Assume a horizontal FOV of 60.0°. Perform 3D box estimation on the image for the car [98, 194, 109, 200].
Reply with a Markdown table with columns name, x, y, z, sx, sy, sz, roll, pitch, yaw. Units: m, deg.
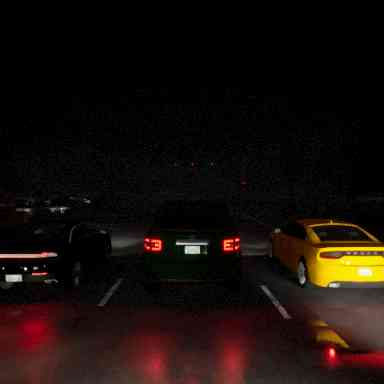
| name | x | y | z | sx | sy | sz | roll | pitch | yaw |
| --- | --- | --- | --- | --- | --- | --- | --- | --- | --- |
| car | -22.454 | 1.167 | 84.708 | 1.994 | 1.385 | 4.181 | 0 | 0 | -4 |

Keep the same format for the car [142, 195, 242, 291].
| name | x | y | z | sx | sy | sz | roll | pitch | yaw |
| --- | --- | --- | --- | --- | --- | --- | --- | --- | --- |
| car | -0.013 | 1.212 | 9.131 | 2.150 | 2.045 | 5.566 | 0 | 0 | 0 |

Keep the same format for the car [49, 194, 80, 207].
| name | x | y | z | sx | sy | sz | roll | pitch | yaw |
| --- | --- | --- | --- | --- | --- | --- | --- | --- | --- |
| car | -18.344 | 1.366 | 47.595 | 2.033 | 1.411 | 5.357 | 0 | 0 | -1 |

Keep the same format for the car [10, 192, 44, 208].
| name | x | y | z | sx | sy | sz | roll | pitch | yaw |
| --- | --- | --- | --- | --- | --- | --- | --- | --- | --- |
| car | -21.791 | 1.059 | 44.456 | 2.150 | 2.045 | 5.566 | 0 | 0 | -1 |

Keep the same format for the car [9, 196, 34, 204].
| name | x | y | z | sx | sy | sz | roll | pitch | yaw |
| --- | --- | --- | --- | --- | --- | --- | --- | --- | --- |
| car | -28.958 | 1.368 | 56.599 | 1.895 | 1.301 | 4.718 | 0 | 0 | 0 |

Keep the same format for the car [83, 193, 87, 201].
| name | x | y | z | sx | sy | sz | roll | pitch | yaw |
| --- | --- | --- | --- | --- | --- | --- | --- | --- | --- |
| car | -22.206 | 1.225 | 74.152 | 1.994 | 1.385 | 4.181 | 0 | 0 | -1 |

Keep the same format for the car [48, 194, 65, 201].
| name | x | y | z | sx | sy | sz | roll | pitch | yaw |
| --- | --- | --- | --- | --- | --- | --- | --- | --- | --- |
| car | -29.162 | 1.210 | 71.573 | 1.812 | 1.442 | 4.674 | 0 | 0 | -1 |

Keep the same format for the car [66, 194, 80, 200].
| name | x | y | z | sx | sy | sz | roll | pitch | yaw |
| --- | --- | --- | --- | --- | --- | --- | --- | --- | --- |
| car | -29.381 | 1.179 | 82.498 | 1.994 | 1.385 | 4.181 | 0 | 0 | -1 |

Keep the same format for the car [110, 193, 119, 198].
| name | x | y | z | sx | sy | sz | roll | pitch | yaw |
| --- | --- | --- | --- | --- | --- | --- | --- | --- | --- |
| car | -18.750 | 1.211 | 76.689 | 1.994 | 1.385 | 4.181 | 0 | 0 | -1 |

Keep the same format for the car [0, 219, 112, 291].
| name | x | y | z | sx | sy | sz | roll | pitch | yaw |
| --- | --- | --- | --- | --- | --- | --- | --- | --- | --- |
| car | -3.522 | 1.483 | 8.987 | 2.128 | 1.511 | 4.902 | 0 | 0 | 0 |

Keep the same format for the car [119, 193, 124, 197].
| name | x | y | z | sx | sy | sz | roll | pitch | yaw |
| --- | --- | --- | --- | --- | --- | --- | --- | --- | --- |
| car | -19.097 | 0.960 | 86.483 | 2.097 | 1.767 | 4.553 | 0 | 0 | -4 |

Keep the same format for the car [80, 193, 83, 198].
| name | x | y | z | sx | sy | sz | roll | pitch | yaw |
| --- | --- | --- | --- | --- | --- | --- | --- | --- | --- |
| car | -22.016 | 1.101 | 60.172 | 2.097 | 1.767 | 4.553 | 0 | 0 | 0 |

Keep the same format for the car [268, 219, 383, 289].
| name | x | y | z | sx | sy | sz | roll | pitch | yaw |
| --- | --- | --- | --- | --- | --- | --- | --- | --- | --- |
| car | 3.475 | 1.468 | 9.186 | 1.882 | 1.535 | 5.008 | 0 | 0 | 0 |

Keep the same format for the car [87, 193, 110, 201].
| name | x | y | z | sx | sy | sz | roll | pitch | yaw |
| --- | --- | --- | --- | --- | --- | --- | --- | --- | --- |
| car | -18.572 | 1.260 | 66.309 | 2.033 | 1.411 | 5.357 | 0 | 0 | -1 |
